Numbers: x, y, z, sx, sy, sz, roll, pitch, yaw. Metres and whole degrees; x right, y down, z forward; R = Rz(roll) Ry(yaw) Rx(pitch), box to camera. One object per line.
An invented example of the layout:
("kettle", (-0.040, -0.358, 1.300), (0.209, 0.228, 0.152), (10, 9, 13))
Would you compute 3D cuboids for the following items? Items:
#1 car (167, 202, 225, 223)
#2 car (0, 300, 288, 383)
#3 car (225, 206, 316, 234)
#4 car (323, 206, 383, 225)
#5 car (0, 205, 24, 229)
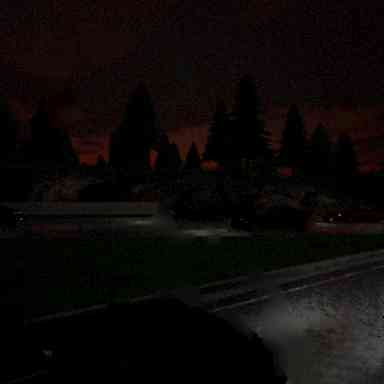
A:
("car", (0.571, 1.584, 26.212), (5.008, 1.535, 1.882), (0, 0, -8))
("car", (-1.385, 1.602, 2.402), (4.718, 1.301, 1.895), (0, 0, -39))
("car", (4.837, 1.581, 19.859), (5.008, 1.535, 1.882), (0, 0, -11))
("car", (12.453, 1.767, 25.561), (4.718, 1.301, 1.895), (0, 0, -21))
("car", (-13.252, 1.503, 20.773), (4.902, 1.511, 2.128), (0, 0, -11))
